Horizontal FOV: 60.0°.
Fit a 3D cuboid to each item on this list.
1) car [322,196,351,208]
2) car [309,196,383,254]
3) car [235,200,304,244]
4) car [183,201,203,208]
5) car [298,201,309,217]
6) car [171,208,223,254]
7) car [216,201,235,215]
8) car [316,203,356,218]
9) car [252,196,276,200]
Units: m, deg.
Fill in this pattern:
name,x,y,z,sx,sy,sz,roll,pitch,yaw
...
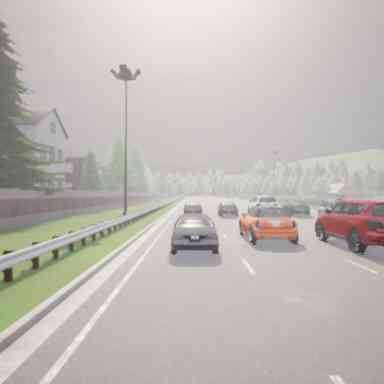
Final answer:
name,x,y,z,sx,sy,sz,roll,pitch,yaw
car,22.923,1.519,52.938,3.866,1.878,1.905,0,0,0
car,7.100,1.303,13.943,2.150,2.045,5.566,0,0,0
car,3.602,1.447,16.412,2.097,1.767,4.553,0,0,0
car,0.101,1.690,34.312,2.128,1.511,4.902,0,0,0
car,10.601,1.690,34.300,2.128,1.511,4.902,0,0,0
car,0.100,1.629,13.945,2.033,1.411,5.357,0,0,0
car,3.601,1.690,34.321,2.128,1.511,4.902,0,0,0
car,14.100,1.791,32.853,1.895,1.301,4.718,0,0,0
car,7.101,1.416,33.674,2.150,2.045,5.566,0,0,0
